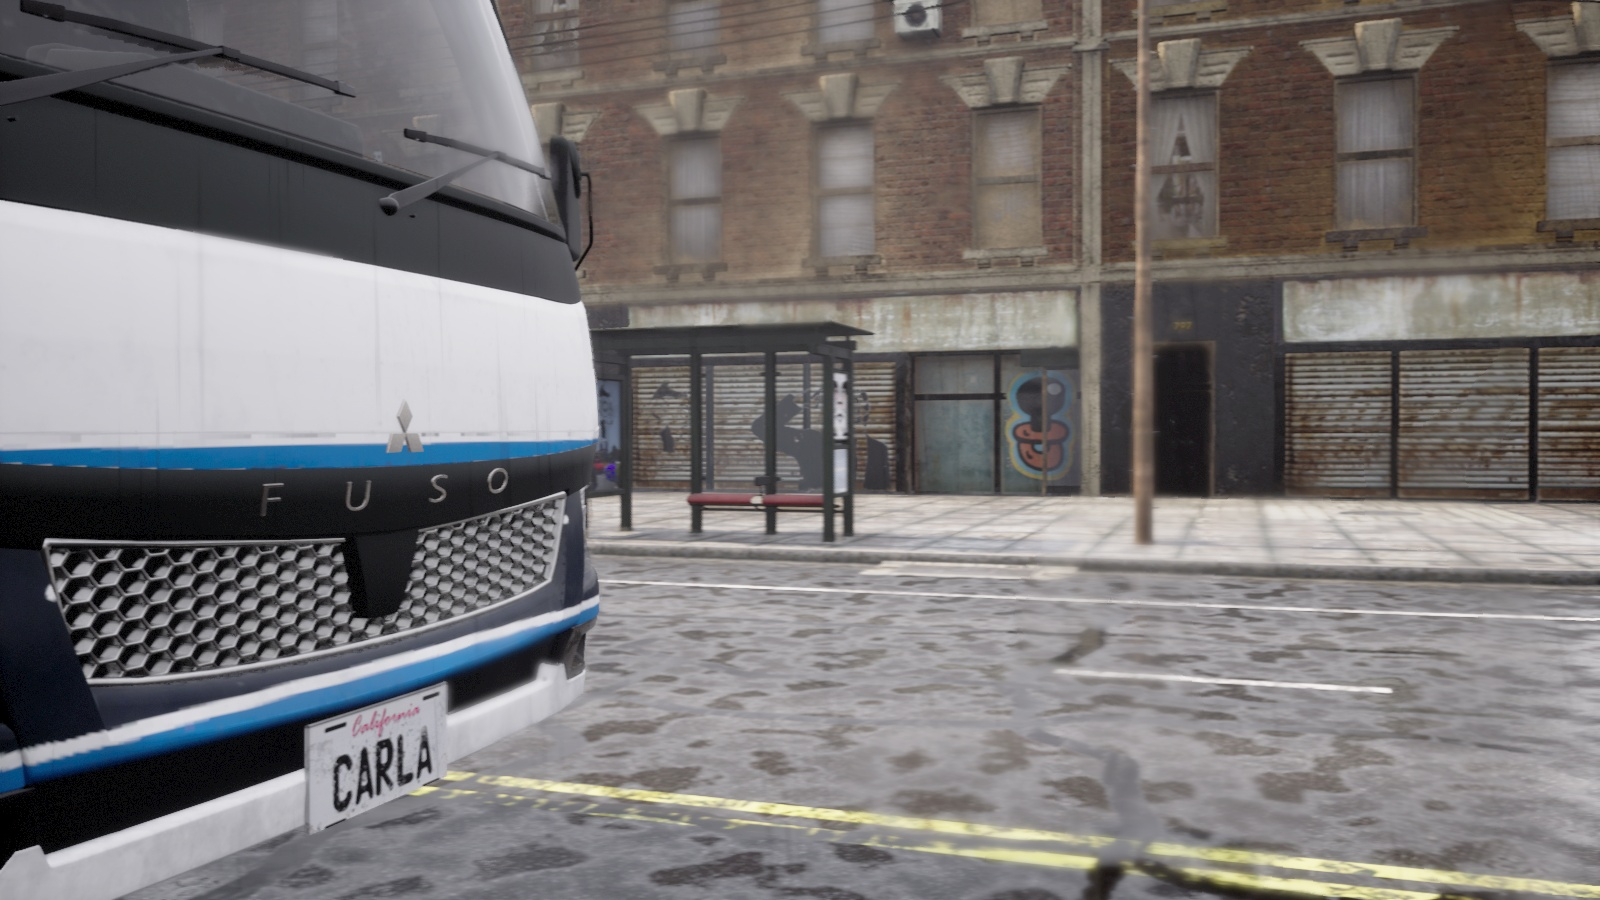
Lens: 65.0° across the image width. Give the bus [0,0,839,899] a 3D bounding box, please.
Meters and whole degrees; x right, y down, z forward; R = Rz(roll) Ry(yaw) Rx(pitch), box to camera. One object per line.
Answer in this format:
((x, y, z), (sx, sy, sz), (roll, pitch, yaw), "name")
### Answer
((-5.345, -0.649, 5.035), (10.273, 4.253, 3.944), (1, 1, 20), "bus")
